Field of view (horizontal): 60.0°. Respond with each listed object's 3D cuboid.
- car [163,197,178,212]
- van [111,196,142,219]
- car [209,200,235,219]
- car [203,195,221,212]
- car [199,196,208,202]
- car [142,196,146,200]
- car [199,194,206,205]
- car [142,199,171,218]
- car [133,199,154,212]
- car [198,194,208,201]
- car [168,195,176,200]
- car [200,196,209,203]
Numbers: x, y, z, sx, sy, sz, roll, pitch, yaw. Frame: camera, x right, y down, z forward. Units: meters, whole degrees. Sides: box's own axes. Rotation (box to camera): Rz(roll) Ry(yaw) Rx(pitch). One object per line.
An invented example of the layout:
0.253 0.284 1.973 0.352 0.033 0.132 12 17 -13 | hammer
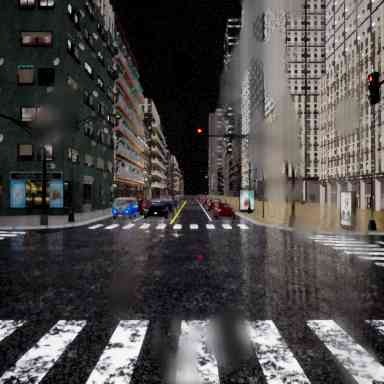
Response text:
-3.091 1.618 39.739 1.895 1.301 4.718 0 0 0 | car
-5.675 1.352 28.436 1.690 1.788 3.998 0 0 0 | van
2.704 1.593 28.433 1.802 1.307 4.206 0 0 0 | car
2.708 1.457 39.489 1.967 1.590 4.097 0 0 0 | car
2.715 1.637 78.182 1.802 1.307 4.206 0 0 0 | car
-5.674 1.329 33.964 2.192 1.841 5.009 0 0 0 | car
2.711 1.470 56.071 1.967 1.590 4.097 0 0 0 | car
-3.112 1.575 29.622 1.994 1.385 4.181 0 0 -2 | car
-5.674 1.562 39.492 1.887 1.381 4.507 0 0 0 | car
2.718 1.377 83.710 2.192 1.841 5.009 0 0 0 | car
-5.662 1.644 94.767 1.947 1.339 4.313 0 0 0 | car
2.714 1.593 72.654 1.887 1.381 4.507 0 0 0 | car
